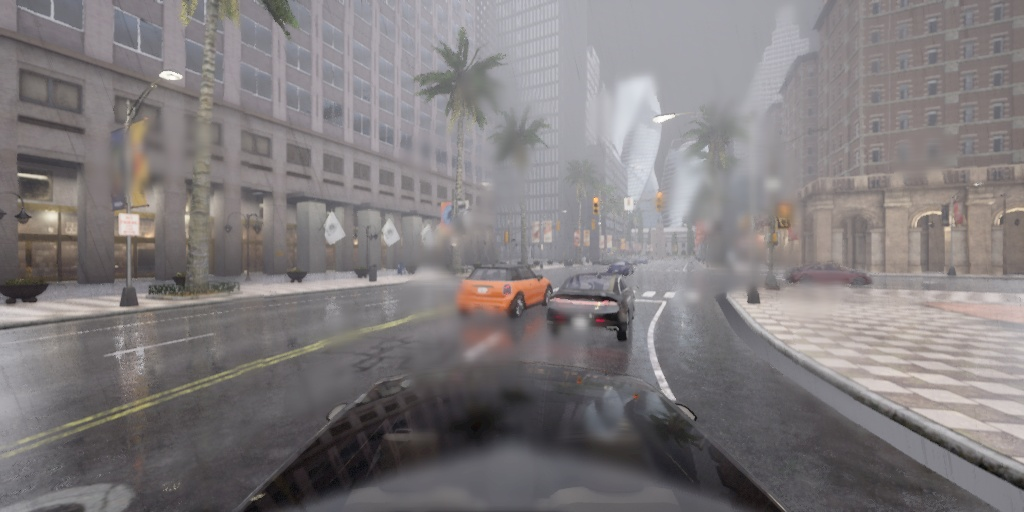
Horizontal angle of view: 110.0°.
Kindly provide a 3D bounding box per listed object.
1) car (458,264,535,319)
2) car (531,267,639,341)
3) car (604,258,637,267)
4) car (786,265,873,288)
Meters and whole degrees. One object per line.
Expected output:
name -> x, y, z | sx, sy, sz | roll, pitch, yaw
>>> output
car -> -0.052, 1.077, 13.026 | 2.097, 1.767, 4.553 | 0, 0, 23
car -> 2.374, 1.223, 9.998 | 2.128, 1.511, 4.902 | 0, 0, 22
car -> 10.659, 1.201, 35.021 | 1.812, 1.442, 4.674 | 0, 0, 27
car -> 20.632, 1.264, 23.485 | 4.181, 1.385, 1.994 | 0, 0, 19
